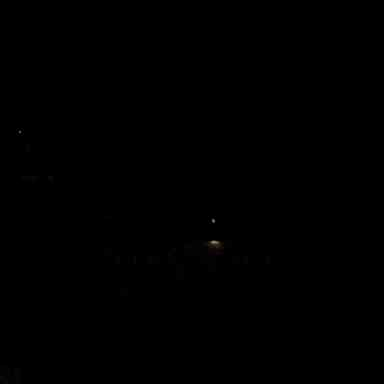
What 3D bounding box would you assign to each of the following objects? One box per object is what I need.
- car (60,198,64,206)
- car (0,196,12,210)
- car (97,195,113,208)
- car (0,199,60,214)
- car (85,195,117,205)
[{"bbox_3d":[-16.306,1.168,44.610,2.008,1.369,4.403,2,2,35],"label":"car"},{"bbox_3d":[-22.439,1.269,35.995,1.752,1.417,4.829,1,2,35],"label":"car"},{"bbox_3d":[-9.057,1.272,40.094,1.802,1.307,4.206,2,2,35],"label":"car"},{"bbox_3d":[-15.295,1.370,31.333,2.008,1.369,4.403,1,2,35],"label":"car"},{"bbox_3d":[-13.289,1.118,48.848,1.947,1.339,4.313,2,2,35],"label":"car"}]
